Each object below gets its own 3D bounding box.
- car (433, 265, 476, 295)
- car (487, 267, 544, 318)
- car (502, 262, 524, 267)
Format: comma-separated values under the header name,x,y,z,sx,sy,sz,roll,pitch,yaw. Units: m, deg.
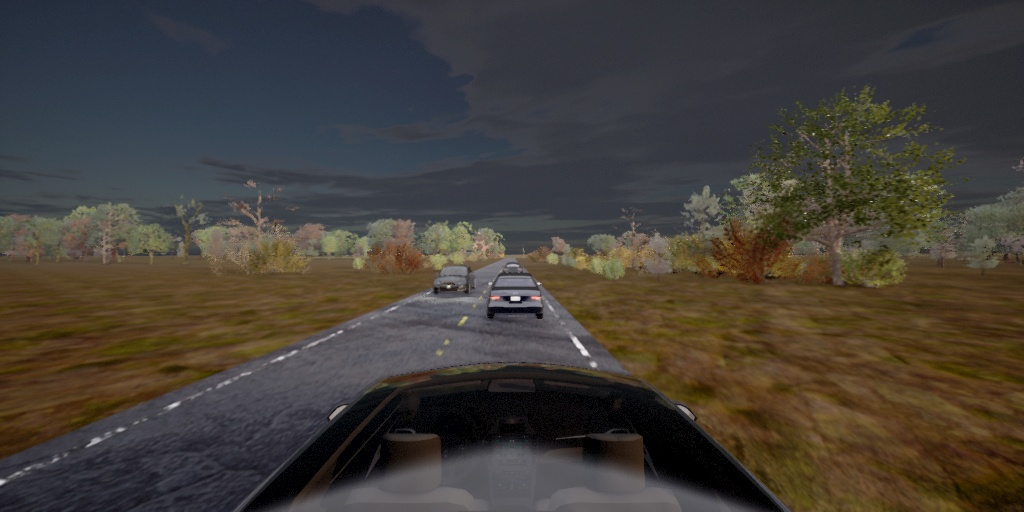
name,x,y,z,sx,sy,sz,roll,pitch,yaw
car,-3.089,1.254,19.958,1.837,1.490,4.892,0,0,0
car,0.098,1.297,13.019,2.033,1.411,5.357,0,0,0
car,0.091,1.274,32.461,1.812,1.442,4.674,0,0,0
